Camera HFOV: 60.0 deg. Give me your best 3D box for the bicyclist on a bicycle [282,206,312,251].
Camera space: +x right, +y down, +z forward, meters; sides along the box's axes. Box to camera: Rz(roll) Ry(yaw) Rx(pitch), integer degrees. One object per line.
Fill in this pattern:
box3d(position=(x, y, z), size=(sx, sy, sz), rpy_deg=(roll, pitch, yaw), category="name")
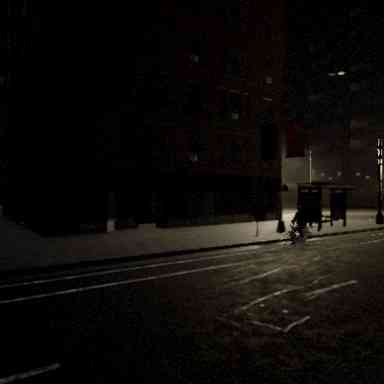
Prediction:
box3d(position=(4.224, 1.427, 13.331), size=(1.843, 1.776, 0.659), rpy_deg=(1, 0, -35), category="bicyclist on a bicycle")
